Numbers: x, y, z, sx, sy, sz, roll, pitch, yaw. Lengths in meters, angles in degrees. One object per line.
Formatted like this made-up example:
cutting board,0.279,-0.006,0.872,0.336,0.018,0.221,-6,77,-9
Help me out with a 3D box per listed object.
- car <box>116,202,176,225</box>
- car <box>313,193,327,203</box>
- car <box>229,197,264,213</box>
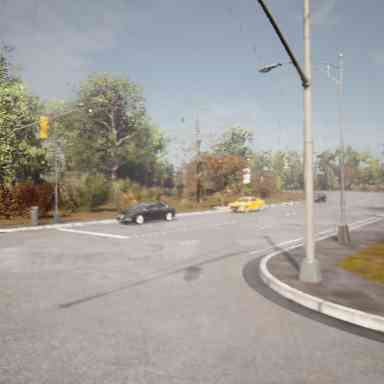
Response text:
car,-3.307,1.499,24.559,1.837,1.490,4.892,-1,0,41
car,18.723,0.846,50.062,2.128,1.511,4.902,-1,1,39
car,5.788,1.297,35.097,1.882,1.535,5.008,-1,1,41
